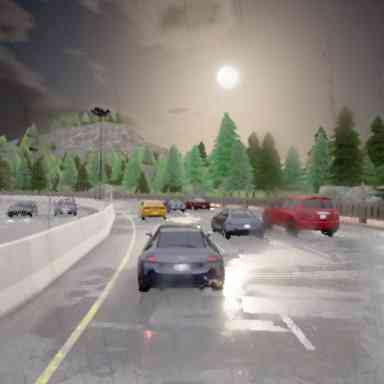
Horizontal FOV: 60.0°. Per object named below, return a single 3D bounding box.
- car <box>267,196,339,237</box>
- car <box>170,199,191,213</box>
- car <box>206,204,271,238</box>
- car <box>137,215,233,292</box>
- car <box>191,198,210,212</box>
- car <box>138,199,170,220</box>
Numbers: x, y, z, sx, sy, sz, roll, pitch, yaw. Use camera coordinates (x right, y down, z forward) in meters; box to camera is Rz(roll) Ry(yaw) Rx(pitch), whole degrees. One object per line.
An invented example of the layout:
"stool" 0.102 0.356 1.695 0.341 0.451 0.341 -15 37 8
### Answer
"car" 5.696 1.214 18.113 2.150 2.045 5.566 0 0 -8
"car" -2.163 1.472 35.823 2.033 1.411 5.357 0 0 -19
"car" 2.252 1.541 17.268 1.994 1.385 4.181 0 0 -8
"car" -0.325 1.546 8.970 1.994 1.385 4.181 0 0 -3
"car" 0.516 1.408 38.540 1.882 1.535 5.008 0 0 -19
"car" -3.384 1.412 27.553 1.882 1.535 5.008 0 0 -14
